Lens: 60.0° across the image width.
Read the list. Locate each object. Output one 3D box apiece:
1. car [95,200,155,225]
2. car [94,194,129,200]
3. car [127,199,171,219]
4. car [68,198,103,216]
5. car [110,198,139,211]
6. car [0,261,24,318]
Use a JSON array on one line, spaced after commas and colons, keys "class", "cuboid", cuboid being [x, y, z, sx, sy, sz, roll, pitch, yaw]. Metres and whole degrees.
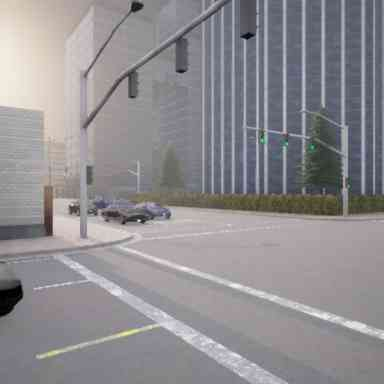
[{"class": "car", "cuboid": [-5.237, 1.603, 25.285, 2.033, 1.411, 5.357, 0, 0, -36]}, {"class": "car", "cuboid": [-9.309, 1.277, 36.969, 2.150, 2.045, 5.566, 0, 0, -36]}, {"class": "car", "cuboid": [-3.644, 1.581, 29.099, 1.812, 1.442, 4.674, 0, 0, -36]}, {"class": "car", "cuboid": [-10.910, 1.560, 33.192, 1.837, 1.490, 4.892, 0, 0, -36]}, {"class": "car", "cuboid": [-8.692, 1.560, 42.421, 1.837, 1.490, 4.892, 0, 0, -36]}, {"class": "car", "cuboid": [-5.136, 1.601, 4.710, 4.718, 1.301, 1.895, 0, 0, -36]}]
